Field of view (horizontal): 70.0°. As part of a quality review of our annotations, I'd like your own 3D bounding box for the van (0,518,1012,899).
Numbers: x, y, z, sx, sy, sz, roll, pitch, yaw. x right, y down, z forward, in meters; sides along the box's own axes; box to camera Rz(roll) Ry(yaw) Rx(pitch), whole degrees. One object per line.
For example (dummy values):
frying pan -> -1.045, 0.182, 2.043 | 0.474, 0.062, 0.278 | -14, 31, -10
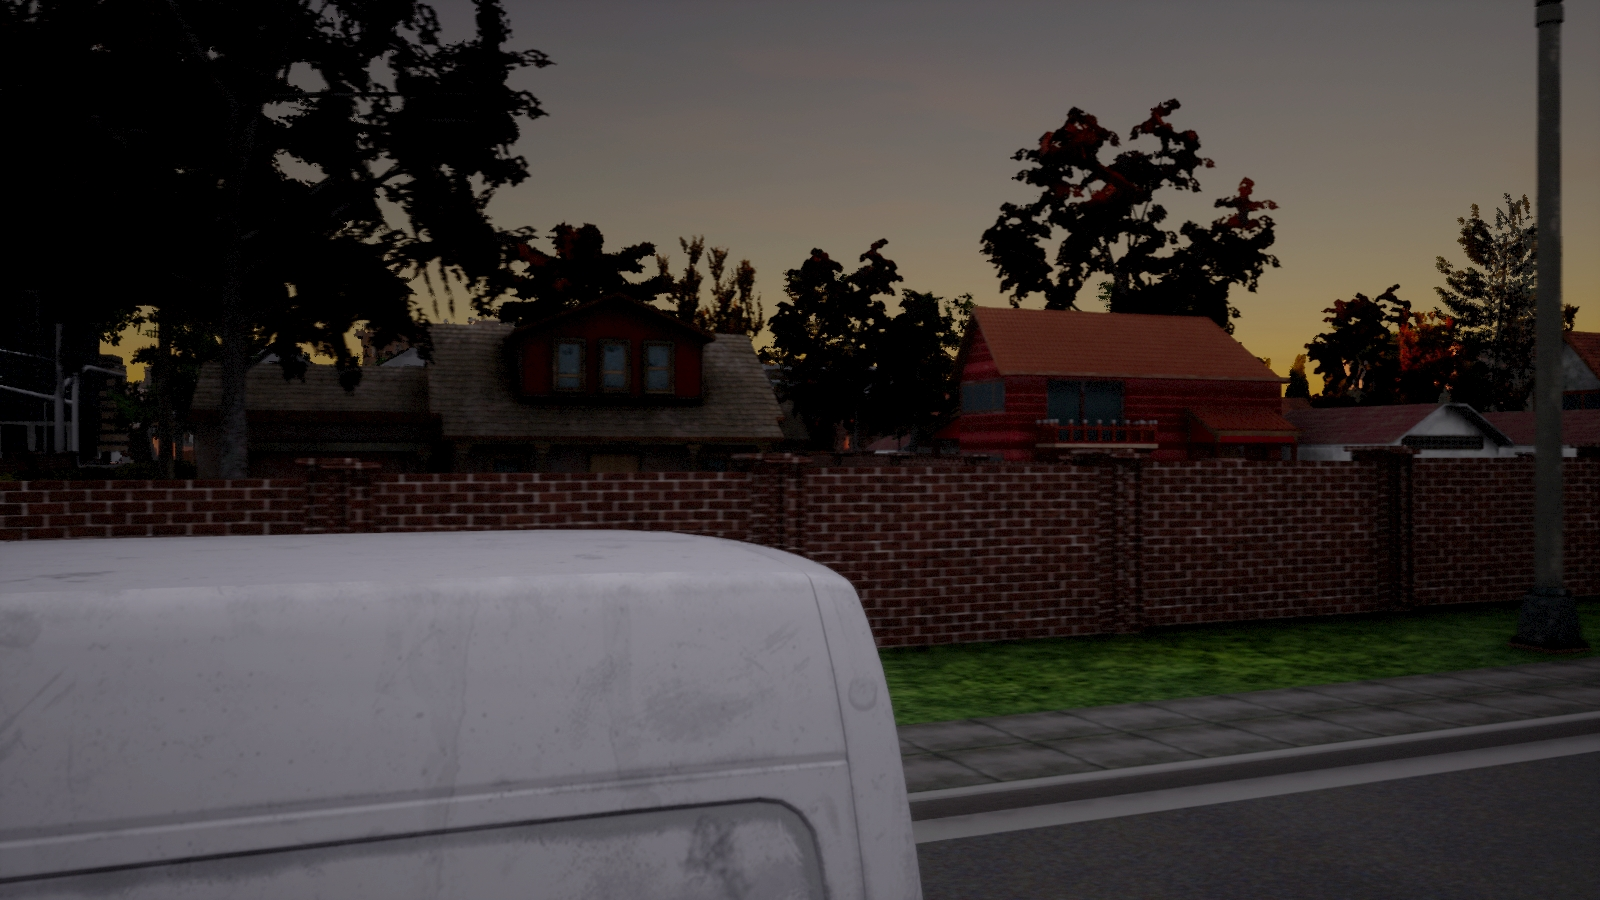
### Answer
van -> -2.675, 1.533, 2.321 | 5.915, 2.561, 1.988 | 0, 0, -20
